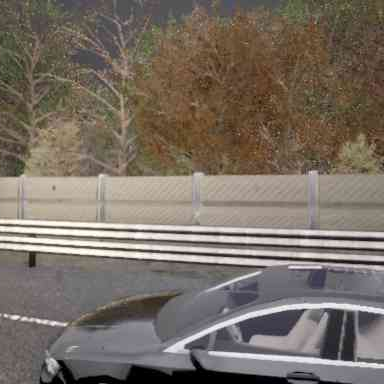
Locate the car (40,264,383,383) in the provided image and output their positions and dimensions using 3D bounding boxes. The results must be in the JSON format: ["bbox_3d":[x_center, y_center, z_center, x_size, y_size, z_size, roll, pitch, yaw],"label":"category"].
[{"bbox_3d":[0.990,1.488,3.061,4.902,1.511,2.128,0,0,14],"label":"car"}]
